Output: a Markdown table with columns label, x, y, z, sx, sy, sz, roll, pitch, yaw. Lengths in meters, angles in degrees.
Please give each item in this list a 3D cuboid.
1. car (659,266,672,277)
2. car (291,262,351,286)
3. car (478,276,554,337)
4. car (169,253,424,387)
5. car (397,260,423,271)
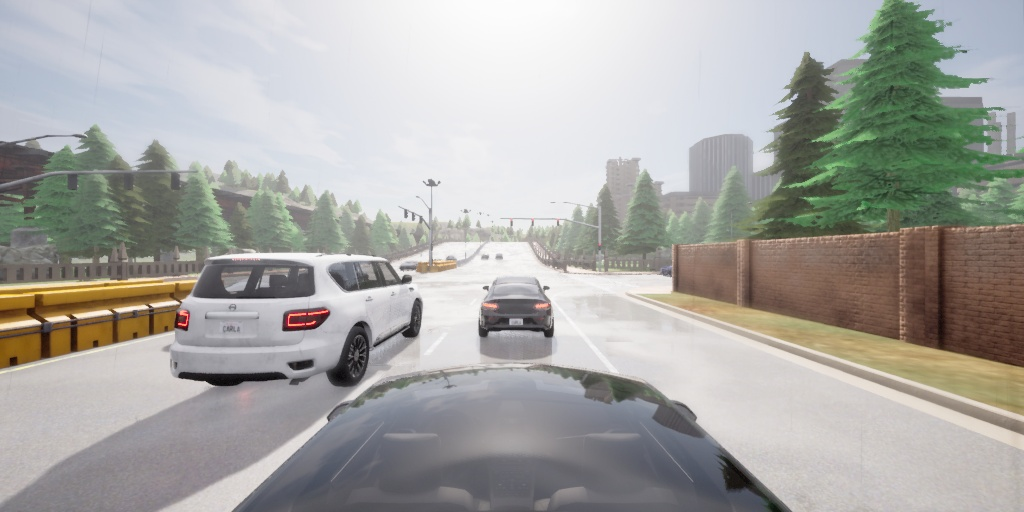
| label | x | y | z | sx | sy | sz | roll | pitch | yaw |
| --- | --- | --- | --- | --- | --- | --- | --- | --- | --- |
| car | 17.054 | 1.276 | 35.442 | 4.674 | 1.442 | 1.812 | 0 | 0 | 0 |
| car | -13.978 | 1.255 | 26.672 | 1.837 | 1.490 | 4.892 | 0 | 0 | 0 |
| car | 0.116 | 1.276 | 10.146 | 1.812 | 1.442 | 4.674 | 0 | 0 | 1 |
| car | -3.416 | 0.971 | 7.091 | 2.150 | 2.045 | 5.566 | 0 | 0 | 1 |
| car | -13.863 | 1.297 | 49.145 | 2.033 | 1.411 | 5.357 | 0 | 0 | 0 |
